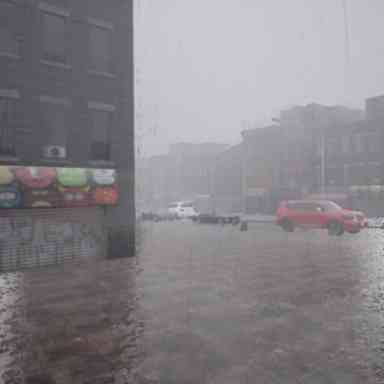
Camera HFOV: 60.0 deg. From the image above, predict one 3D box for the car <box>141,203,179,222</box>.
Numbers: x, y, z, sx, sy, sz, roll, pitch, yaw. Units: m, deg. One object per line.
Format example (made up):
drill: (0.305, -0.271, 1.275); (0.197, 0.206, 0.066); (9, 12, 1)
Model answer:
car: (-3.869, 2.386, 36.912); (2.097, 1.767, 4.553); (-1, -2, -36)

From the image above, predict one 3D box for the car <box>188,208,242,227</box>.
car: (2.081, 2.236, 28.596); (1.895, 1.301, 4.718); (-1, -2, -36)

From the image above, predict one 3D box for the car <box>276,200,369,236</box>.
car: (7.809, 1.512, 20.602); (2.150, 2.045, 5.566); (-1, -1, -35)

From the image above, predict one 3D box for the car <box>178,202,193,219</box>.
car: (-1.910, 2.258, 39.231); (2.150, 2.045, 5.566); (-1, -2, -36)
